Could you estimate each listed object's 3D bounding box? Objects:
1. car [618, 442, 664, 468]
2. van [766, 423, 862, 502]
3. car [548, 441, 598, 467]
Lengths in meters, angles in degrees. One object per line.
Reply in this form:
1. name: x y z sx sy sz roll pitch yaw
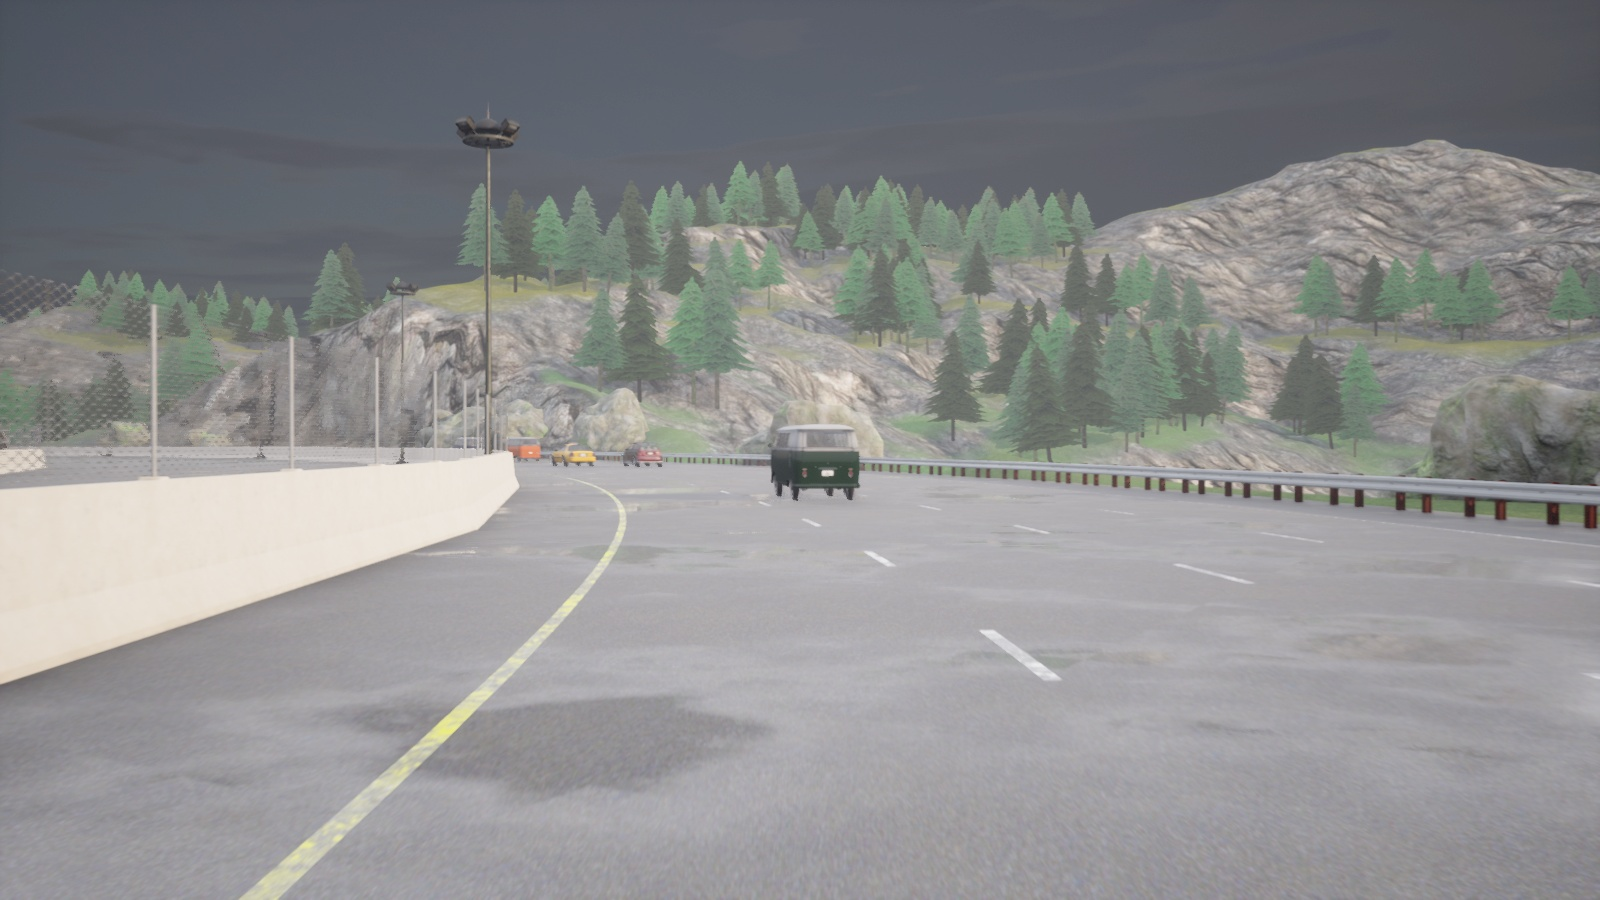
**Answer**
1. car: -9.911 0.277 78.088 1.789 1.549 3.705 0 0 -24
2. van: 0.293 0.308 33.975 1.775 1.987 4.442 0 0 -11
3. car: -14.446 0.226 79.569 1.801 1.575 5.366 0 0 -25
